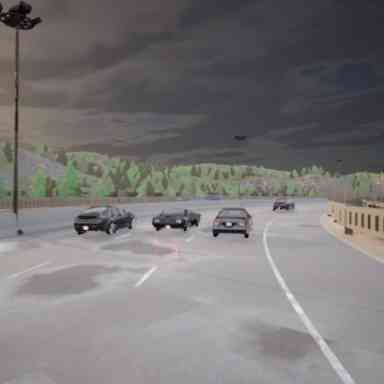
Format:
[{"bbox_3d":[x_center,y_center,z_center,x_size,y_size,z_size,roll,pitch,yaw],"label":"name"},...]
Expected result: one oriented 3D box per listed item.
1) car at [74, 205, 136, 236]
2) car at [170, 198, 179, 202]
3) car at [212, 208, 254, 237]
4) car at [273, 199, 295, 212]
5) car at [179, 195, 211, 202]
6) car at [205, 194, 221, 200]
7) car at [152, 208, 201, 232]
[{"bbox_3d":[-4.671,1.496,18.515,1.837,1.490,4.892,0,0,12],"label":"car"},{"bbox_3d":[-1.817,1.715,59.752,2.033,1.411,5.357,0,0,35],"label":"car"},{"bbox_3d":[2.288,1.557,18.006,2.033,1.411,5.357,0,0,13],"label":"car"},{"bbox_3d":[11.385,1.594,41.026,1.837,1.490,4.892,0,0,29],"label":"car"},{"bbox_3d":[0.537,1.623,50.522,1.837,1.490,4.892,0,-1,31],"label":"car"},{"bbox_3d":[3.138,1.389,60.665,2.150,2.045,5.566,0,-1,37],"label":"car"},{"bbox_3d":[-0.763,1.606,20.086,1.895,1.301,4.718,0,0,14],"label":"car"}]
